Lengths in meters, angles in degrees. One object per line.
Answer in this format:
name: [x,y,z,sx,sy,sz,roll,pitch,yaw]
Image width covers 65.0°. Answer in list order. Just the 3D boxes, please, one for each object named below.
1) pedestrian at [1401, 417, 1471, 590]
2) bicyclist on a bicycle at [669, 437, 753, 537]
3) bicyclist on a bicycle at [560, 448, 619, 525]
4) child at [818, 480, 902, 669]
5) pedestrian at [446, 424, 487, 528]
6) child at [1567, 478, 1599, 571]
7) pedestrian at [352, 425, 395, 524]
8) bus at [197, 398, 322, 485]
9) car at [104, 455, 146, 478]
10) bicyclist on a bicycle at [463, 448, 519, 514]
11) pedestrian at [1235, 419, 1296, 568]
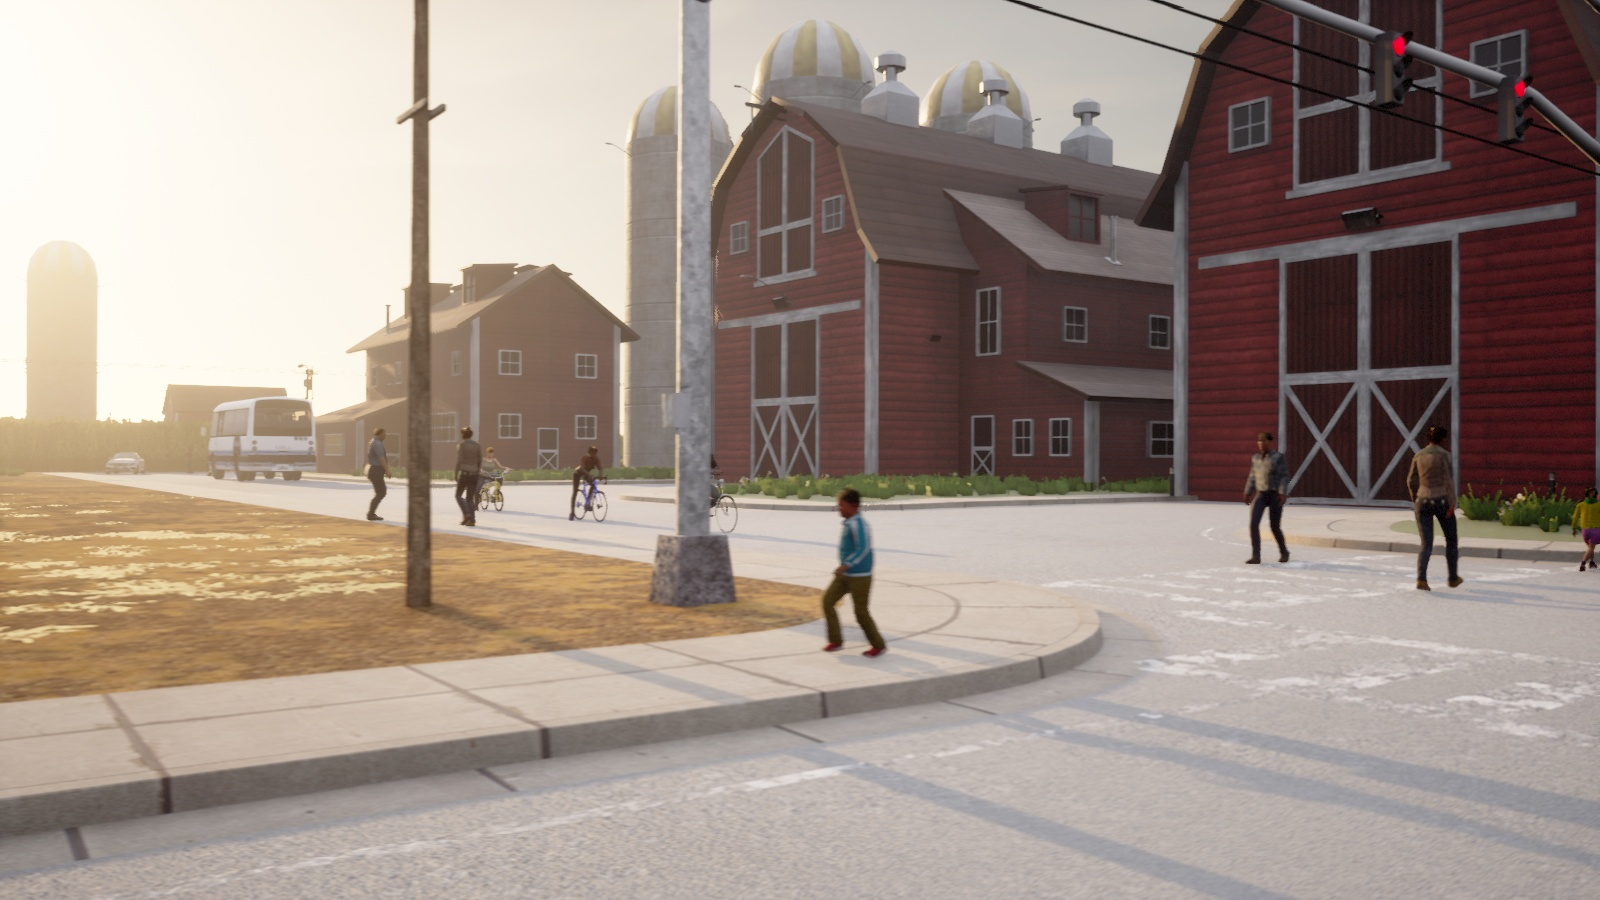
pedestrian: [6.841,0.559,13.501,0.869,1.805,0.328,0,0,-38]
bicyclist on a bicycle: [-1.660,0.660,23.147,0.659,1.776,1.843,-1,0,-36]
bicyclist on a bicycle: [-4.572,0.765,27.177,0.582,1.620,1.656,0,0,-36]
child: [0.388,0.797,8.209,0.448,1.192,0.343,0,0,-21]
pedestrian: [-5.916,0.459,22.254,0.328,1.805,0.869,0,0,-44]
child: [10.105,0.945,16.117,0.473,1.160,0.299,0,0,-38]
pedestrian: [-8.119,0.466,23.918,0.694,1.848,0.540,0,0,-29]
bus: [-28.859,-0.412,66.729,3.944,4.253,10.273,0,0,-36]
car: [-44.238,1.063,82.398,1.812,1.442,4.674,0,0,-20]
bicyclist on a bicycle: [-7.774,0.766,31.604,0.866,1.612,1.509,0,0,-36]
pedestrian: [6.255,0.571,16.873,0.788,1.949,0.423,0,0,-39]
